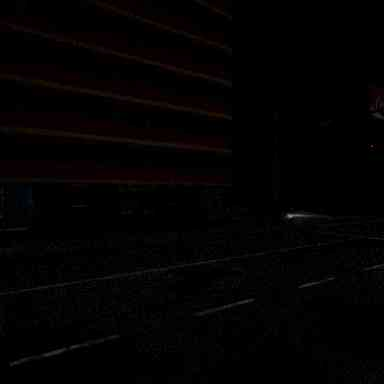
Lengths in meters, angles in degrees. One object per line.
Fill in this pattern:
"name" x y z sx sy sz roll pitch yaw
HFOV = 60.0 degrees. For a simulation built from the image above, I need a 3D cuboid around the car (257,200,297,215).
"car" 8.737 1.563 34.553 1.994 1.385 4.181 0 0 -36
